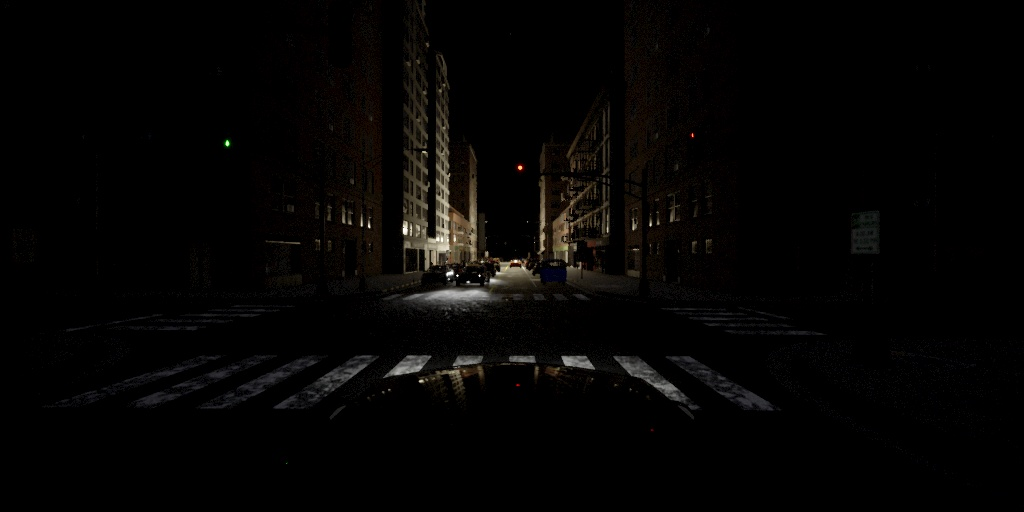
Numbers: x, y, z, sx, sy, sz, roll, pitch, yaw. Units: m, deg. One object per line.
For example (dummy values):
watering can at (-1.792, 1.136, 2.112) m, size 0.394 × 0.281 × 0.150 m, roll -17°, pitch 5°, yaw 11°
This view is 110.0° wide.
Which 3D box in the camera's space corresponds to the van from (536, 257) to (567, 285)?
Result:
van at (2.840, 1.089, 25.358) m, size 1.690 × 1.789 × 3.998 m, roll 0°, pitch 0°, yaw 1°

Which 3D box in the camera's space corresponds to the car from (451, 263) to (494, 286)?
car at (-2.658, 1.349, 25.127) m, size 1.895 × 1.301 × 4.718 m, roll 0°, pitch 0°, yaw 4°

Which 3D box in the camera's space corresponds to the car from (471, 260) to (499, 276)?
car at (-2.558, 1.348, 35.139) m, size 1.895 × 1.301 × 4.718 m, roll 0°, pitch 0°, yaw 0°

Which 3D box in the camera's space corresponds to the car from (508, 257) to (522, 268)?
car at (0.602, 1.336, 59.039) m, size 1.895 × 1.301 × 4.718 m, roll 0°, pitch 0°, yaw 1°

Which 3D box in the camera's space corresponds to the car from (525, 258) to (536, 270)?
car at (3.039, 1.325, 48.082) m, size 1.802 × 1.307 × 4.207 m, roll 0°, pitch 0°, yaw 1°

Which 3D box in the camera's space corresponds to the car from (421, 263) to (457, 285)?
car at (-5.185, 1.299, 25.419) m, size 2.007 × 1.370 × 4.403 m, roll 0°, pitch 0°, yaw 1°

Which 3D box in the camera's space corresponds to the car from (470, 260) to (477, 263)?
car at (-4.987, 1.269, 47.977) m, size 1.751 × 1.417 × 4.829 m, roll 0°, pitch 0°, yaw 1°

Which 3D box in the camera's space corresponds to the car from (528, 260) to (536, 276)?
car at (2.939, 1.329, 36.720) m, size 1.802 × 1.307 × 4.207 m, roll 0°, pitch 0°, yaw 1°

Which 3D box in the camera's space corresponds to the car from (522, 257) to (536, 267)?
car at (3.089, 1.054, 53.764) m, size 2.192 × 1.841 × 5.009 m, roll 0°, pitch 0°, yaw 1°

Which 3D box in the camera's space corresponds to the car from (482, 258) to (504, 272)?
car at (-2.464, 1.309, 45.193) m, size 1.994 × 1.385 × 4.181 m, roll 0°, pitch 0°, yaw 1°
